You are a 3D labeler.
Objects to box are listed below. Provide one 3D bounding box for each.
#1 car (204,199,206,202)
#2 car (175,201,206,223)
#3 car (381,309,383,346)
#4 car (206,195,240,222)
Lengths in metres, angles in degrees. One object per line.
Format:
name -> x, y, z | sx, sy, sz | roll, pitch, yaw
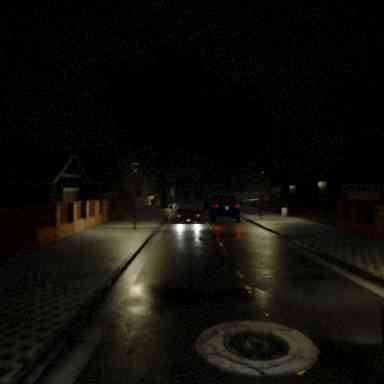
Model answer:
car -> 2.360, 1.485, 41.893 | 1.882, 1.535, 5.008 | 0, 0, 0
car -> -0.270, 1.557, 25.632 | 2.033, 1.411, 5.357 | 0, 0, -1
car -> 3.573, 1.351, 2.574 | 2.097, 1.767, 4.553 | 0, 0, 0
car -> 2.534, 1.234, 26.905 | 2.150, 2.045, 5.566 | 0, 0, 0
